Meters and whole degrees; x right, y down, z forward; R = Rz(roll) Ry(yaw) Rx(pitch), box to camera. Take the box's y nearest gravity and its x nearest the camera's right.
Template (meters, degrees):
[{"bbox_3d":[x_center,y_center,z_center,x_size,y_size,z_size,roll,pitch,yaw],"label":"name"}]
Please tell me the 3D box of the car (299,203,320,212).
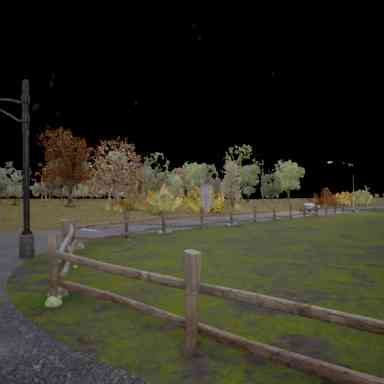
[{"bbox_3d":[18.814,2.448,53.015,2.033,1.411,5.357,-1,-2,40],"label":"car"}]
